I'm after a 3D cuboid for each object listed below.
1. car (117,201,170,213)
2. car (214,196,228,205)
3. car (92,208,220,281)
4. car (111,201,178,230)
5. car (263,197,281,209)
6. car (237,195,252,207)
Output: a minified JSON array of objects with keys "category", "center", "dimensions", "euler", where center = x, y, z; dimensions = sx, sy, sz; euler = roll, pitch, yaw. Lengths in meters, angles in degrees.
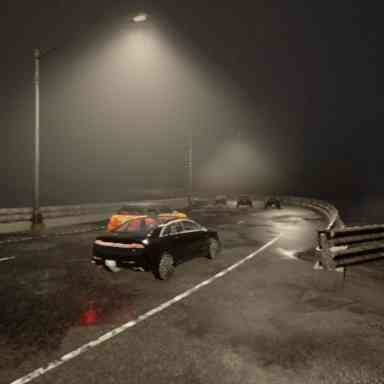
[{"category":"car","center":[-1.830,1.288,15.686],"dimensions":[2.097,1.767,4.553],"euler":[0,0,26]},{"category":"car","center":[4.540,1.308,52.217],"dimensions":[2.128,1.511,4.902],"euler":[0,0,6]},{"category":"car","center":[-0.757,1.452,9.940],"dimensions":[2.128,1.511,4.902],"euler":[0,0,28]},{"category":"car","center":[-2.925,1.402,21.885],"dimensions":[2.128,1.511,4.902],"euler":[0,0,23]},{"category":"car","center":[10.293,1.370,42.683],"dimensions":[1.837,1.490,4.892],"euler":[0,0,10]},{"category":"car","center":[7.424,1.195,46.954],"dimensions":[2.097,1.767,4.553],"euler":[0,0,9]}]
